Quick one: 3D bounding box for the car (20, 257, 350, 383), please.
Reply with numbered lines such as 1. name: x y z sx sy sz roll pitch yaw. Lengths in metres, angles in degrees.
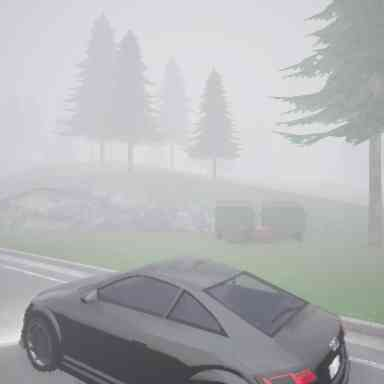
1. car: -0.321 1.563 4.223 4.181 1.385 1.994 0 0 36
